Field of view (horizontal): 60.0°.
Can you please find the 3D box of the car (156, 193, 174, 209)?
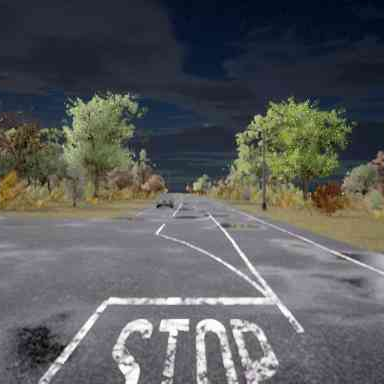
[{"bbox_3d":[-3.552,1.199,44.652,2.150,2.045,5.566,0,0,0],"label":"car"}]
